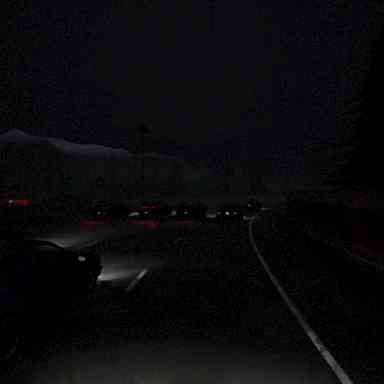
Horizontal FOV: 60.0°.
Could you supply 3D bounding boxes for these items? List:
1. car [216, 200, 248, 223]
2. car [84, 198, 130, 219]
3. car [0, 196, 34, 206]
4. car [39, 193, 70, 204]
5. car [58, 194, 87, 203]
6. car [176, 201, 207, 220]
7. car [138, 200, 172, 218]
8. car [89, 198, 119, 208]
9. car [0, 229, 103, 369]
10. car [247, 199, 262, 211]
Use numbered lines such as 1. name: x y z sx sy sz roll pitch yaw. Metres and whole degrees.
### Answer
1. car: 3.031 1.566 26.075 2.033 1.411 5.357 0 0 12
2. car: -7.013 1.489 29.172 2.128 1.511 4.902 0 0 12
3. car: -24.350 1.320 46.399 2.097 1.767 4.553 0 0 17
4. car: -19.858 1.203 49.025 2.150 2.045 5.566 0 0 19
5. car: -16.464 1.478 48.101 2.128 1.511 4.902 0 0 19
6. car: 0.053 1.491 28.726 1.882 1.535 5.008 0 0 13
7. car: -3.235 1.498 30.004 2.128 1.511 4.902 0 0 13
8. car: -12.739 1.595 48.289 1.895 1.301 4.718 0 0 19
9. car: -3.191 1.543 5.666 2.033 1.411 5.357 0 0 3
10. car: 7.635 1.599 42.309 1.994 1.385 4.181 0 0 19
